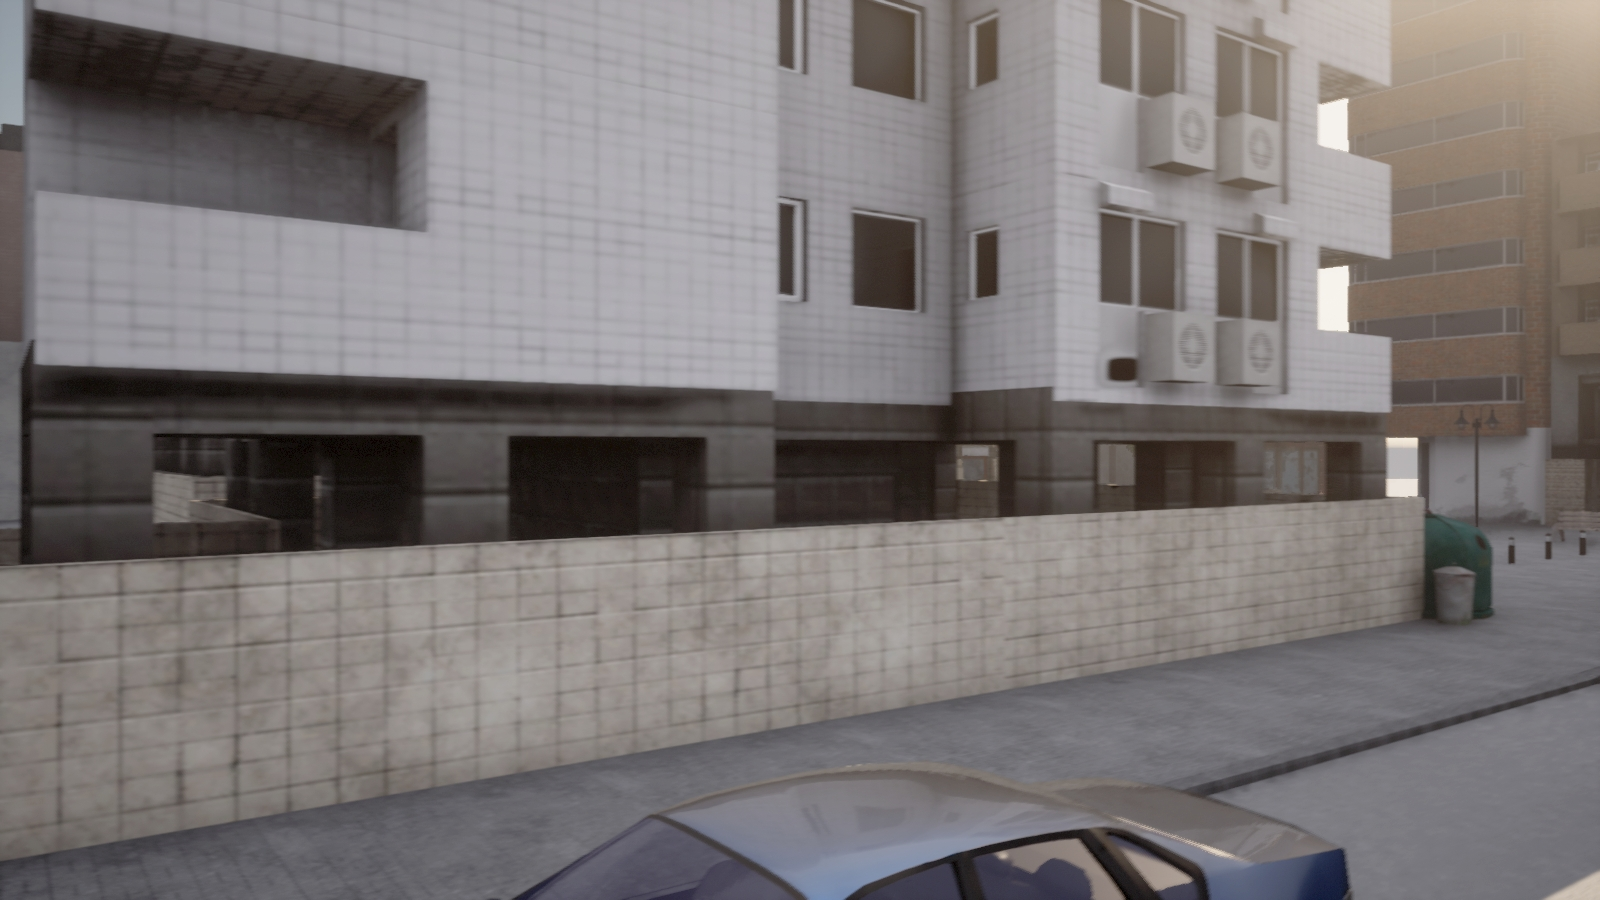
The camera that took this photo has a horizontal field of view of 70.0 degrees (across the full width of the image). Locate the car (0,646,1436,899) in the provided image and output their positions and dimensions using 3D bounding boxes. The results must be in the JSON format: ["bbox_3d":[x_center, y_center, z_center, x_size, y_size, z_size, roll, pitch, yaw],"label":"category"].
[{"bbox_3d":[0.121,1.885,4.482,5.357,1.411,2.033,0,0,-35],"label":"car"}]
